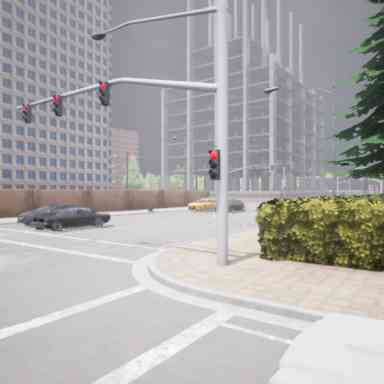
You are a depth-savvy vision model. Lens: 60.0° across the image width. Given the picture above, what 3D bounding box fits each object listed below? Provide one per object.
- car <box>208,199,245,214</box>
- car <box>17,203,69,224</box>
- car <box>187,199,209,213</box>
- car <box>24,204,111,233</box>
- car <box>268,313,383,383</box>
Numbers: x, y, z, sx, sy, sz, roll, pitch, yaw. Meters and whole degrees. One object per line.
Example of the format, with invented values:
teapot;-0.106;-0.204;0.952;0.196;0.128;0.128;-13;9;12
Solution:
car;4.175;1.556;36.757;1.837;1.490;4.892;0;0;36
car;-9.655;1.556;23.484;1.837;1.490;4.892;0;0;37
car;1.431;1.527;38.934;1.882;1.535;5.008;0;0;36
car;-7.414;1.652;20.523;1.895;1.301;4.718;0;0;35
car;2.828;1.601;1.951;4.718;1.301;1.895;0;0;36
